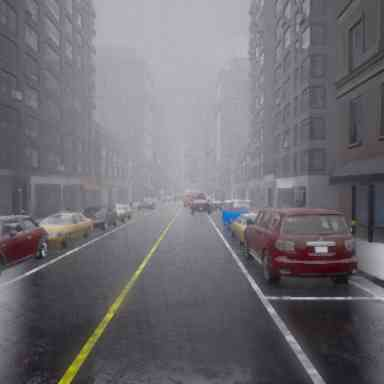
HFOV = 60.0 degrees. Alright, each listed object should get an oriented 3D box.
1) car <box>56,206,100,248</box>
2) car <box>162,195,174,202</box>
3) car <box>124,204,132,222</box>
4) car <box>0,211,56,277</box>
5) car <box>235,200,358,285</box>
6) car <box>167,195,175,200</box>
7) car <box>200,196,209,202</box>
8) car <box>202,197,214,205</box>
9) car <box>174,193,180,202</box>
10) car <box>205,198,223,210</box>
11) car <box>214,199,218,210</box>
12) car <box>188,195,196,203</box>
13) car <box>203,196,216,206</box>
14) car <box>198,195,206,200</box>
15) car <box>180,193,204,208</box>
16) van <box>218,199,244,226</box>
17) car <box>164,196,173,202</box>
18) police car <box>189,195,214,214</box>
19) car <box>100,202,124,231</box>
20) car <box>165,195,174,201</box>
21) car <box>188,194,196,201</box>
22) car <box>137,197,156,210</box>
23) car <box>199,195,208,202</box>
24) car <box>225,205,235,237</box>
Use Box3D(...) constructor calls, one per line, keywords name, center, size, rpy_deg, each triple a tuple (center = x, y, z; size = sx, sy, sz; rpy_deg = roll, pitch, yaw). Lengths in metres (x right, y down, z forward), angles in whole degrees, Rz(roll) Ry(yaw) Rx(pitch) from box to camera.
Box3D(name="car", center=(-5.772, 1.514, 14.794), size=(1.752, 1.417, 4.829), rpy_deg=(-1, 0, 0))
Box3D(name="car", center=(-5.774, 1.445, 75.521), size=(1.967, 1.590, 4.097), rpy_deg=(-1, 0, 0))
Box3D(name="car", center=(-5.772, 1.510, 25.805), size=(1.752, 1.417, 4.829), rpy_deg=(-1, 0, 0))
Box3D(name="car", center=(-5.773, 1.432, 9.460), size=(1.967, 1.590, 4.097), rpy_deg=(-1, 0, 0))
Box3D(name="car", center=(2.750, 1.307, 9.460), size=(2.192, 1.841, 5.009), rpy_deg=(-1, 0, 0))
Box3D(name="car", center=(-5.773, 1.564, 92.037), size=(1.887, 1.381, 4.507), rpy_deg=(-1, 0, 0))
Box3D(name="car", center=(2.753, 1.570, 75.521), size=(1.947, 1.339, 4.313), rpy_deg=(-1, 0, 0))
Box3D(name="car", center=(2.753, 1.538, 59.006), size=(1.887, 1.381, 4.507), rpy_deg=(-1, 0, 0))
Box3D(name="car", center=(-3.000, 1.187, 76.704), size=(2.150, 2.045, 5.566), rpy_deg=(0, 0, 0))
Box3D(name="car", center=(2.753, 1.531, 42.490), size=(1.887, 1.381, 4.507), rpy_deg=(-1, 0, 0))
Box3D(name="car", center=(2.753, 1.536, 36.985), size=(2.008, 1.369, 4.403), rpy_deg=(-1, 0, 0))
Box3D(name="car", center=(0.001, 1.469, 71.025), size=(1.837, 1.490, 4.892), rpy_deg=(0, 0, 0))
Box3D(name="car", center=(2.751, 1.431, 53.501), size=(1.967, 1.590, 4.097), rpy_deg=(-1, 0, 0))
Box3D(name="car", center=(2.752, 1.564, 92.037), size=(1.887, 1.381, 4.507), rpy_deg=(-1, 0, 0))
Box3D(name="car", center=(0.331, 1.192, 44.871), size=(2.150, 2.045, 5.566), rpy_deg=(-2, 0, -12))
Box3D(name="van", center=(2.751, 1.328, 20.469), size=(1.690, 1.788, 3.998), rpy_deg=(-1, 0, 0))
Box3D(name="car", center=(-5.772, 1.575, 81.026), size=(1.947, 1.339, 4.313), rpy_deg=(-1, 0, 0))
Box3D(name="police car", center=(0.900, 1.411, 35.196), size=(1.930, 1.638, 5.238), rpy_deg=(0, 0, 0))
Box3D(name="car", center=(-5.771, 1.552, 20.469), size=(1.947, 1.339, 4.313), rpy_deg=(-1, 0, 0))
Box3D(name="car", center=(-5.773, 1.565, 86.531), size=(2.008, 1.369, 4.403), rpy_deg=(-1, 0, 0))
Box3D(name="car", center=(0.000, 1.424, 85.926), size=(1.882, 1.535, 5.008), rpy_deg=(0, 0, 0))
Box3D(name="car", center=(-5.773, 1.427, 42.490), size=(1.967, 1.590, 4.097), rpy_deg=(-1, 0, 0))
Box3D(name="car", center=(2.752, 1.554, 81.026), size=(1.887, 1.381, 4.507), rpy_deg=(-1, 0, 0))
Box3D(name="car", center=(2.753, 1.514, 15.135), size=(1.752, 1.417, 4.829), rpy_deg=(-1, 0, 0))
